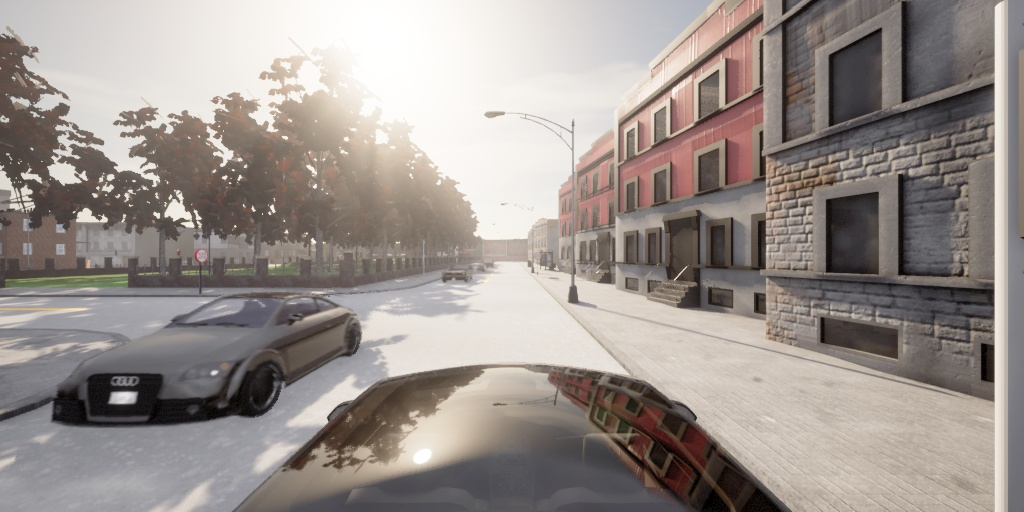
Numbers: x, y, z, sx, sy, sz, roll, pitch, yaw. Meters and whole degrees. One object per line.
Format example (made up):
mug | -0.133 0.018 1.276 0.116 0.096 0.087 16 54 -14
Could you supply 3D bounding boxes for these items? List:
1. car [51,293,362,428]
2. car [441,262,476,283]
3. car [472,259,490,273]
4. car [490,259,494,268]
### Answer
car | -4.110 1.314 5.780 1.994 1.385 4.181 0 0 0
car | -4.169 1.351 27.830 1.895 1.301 4.718 0 0 0
car | -4.206 1.241 43.752 2.128 1.511 4.902 0 0 0
car | -4.161 1.231 63.264 1.882 1.535 5.008 0 0 0
